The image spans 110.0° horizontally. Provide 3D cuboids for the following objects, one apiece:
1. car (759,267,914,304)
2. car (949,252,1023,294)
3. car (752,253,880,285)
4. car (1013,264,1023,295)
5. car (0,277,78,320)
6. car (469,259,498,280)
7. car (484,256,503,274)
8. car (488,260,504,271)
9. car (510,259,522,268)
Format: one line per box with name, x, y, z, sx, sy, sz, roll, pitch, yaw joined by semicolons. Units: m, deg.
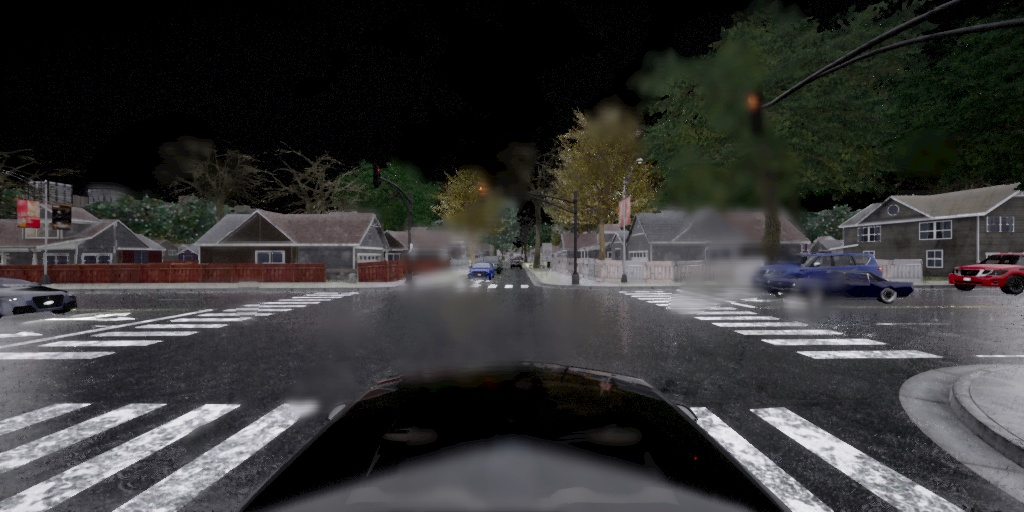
car;13.548;1.260;15.079;4.718;1.301;1.895;0;0;1
car;25.842;0.811;18.132;5.566;2.045;2.150;0;0;1
car;15.476;0.868;18.312;5.566;2.045;2.150;0;0;1
car;25.111;1.141;14.887;5.357;1.411;2.033;0;0;2
car;-17.596;1.410;12.128;4.181;1.385;1.994;0;0;1
car;-2.589;1.241;31.401;1.882;1.535;5.008;0;0;1
car;-2.394;0.993;41.637;2.150;2.045;5.566;0;0;1
car;-2.261;1.330;51.954;2.033;1.411;5.357;0;0;1
car;0.695;1.298;60.185;1.837;1.490;4.892;0;0;1
